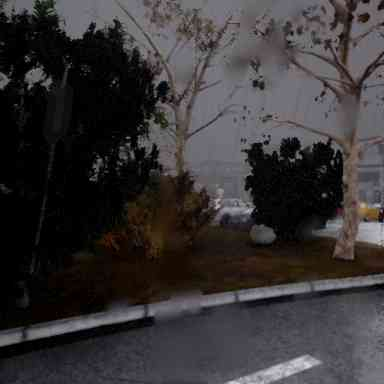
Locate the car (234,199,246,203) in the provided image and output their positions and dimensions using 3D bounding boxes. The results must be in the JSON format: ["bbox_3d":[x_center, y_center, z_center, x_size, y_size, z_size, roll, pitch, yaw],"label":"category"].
[{"bbox_3d":[7.642,1.889,39.123,4.553,1.767,2.185,0,-2,-39],"label":"car"}]

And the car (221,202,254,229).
[{"bbox_3d":[4.719,1.724,23.348,4.892,1.521,2.231,0,-1,-39],"label":"car"}]

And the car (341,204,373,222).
[{"bbox_3d":[15.339,1.769,29.727,5.008,1.535,2.097,0,-1,-39],"label":"car"}]

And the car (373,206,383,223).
[{"bbox_3d":[17.243,1.598,27.366,4.553,1.767,2.185,0,-1,-39],"label":"car"}]

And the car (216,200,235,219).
[{"bbox_3d":[5.972,2.095,41.520,5.366,1.575,1.946,0,-2,-39],"label":"car"}]

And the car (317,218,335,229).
[{"bbox_3d":[8.437,1.823,26.702,2.033,1.411,5.357,0,-1,-39],"label":"car"}]
